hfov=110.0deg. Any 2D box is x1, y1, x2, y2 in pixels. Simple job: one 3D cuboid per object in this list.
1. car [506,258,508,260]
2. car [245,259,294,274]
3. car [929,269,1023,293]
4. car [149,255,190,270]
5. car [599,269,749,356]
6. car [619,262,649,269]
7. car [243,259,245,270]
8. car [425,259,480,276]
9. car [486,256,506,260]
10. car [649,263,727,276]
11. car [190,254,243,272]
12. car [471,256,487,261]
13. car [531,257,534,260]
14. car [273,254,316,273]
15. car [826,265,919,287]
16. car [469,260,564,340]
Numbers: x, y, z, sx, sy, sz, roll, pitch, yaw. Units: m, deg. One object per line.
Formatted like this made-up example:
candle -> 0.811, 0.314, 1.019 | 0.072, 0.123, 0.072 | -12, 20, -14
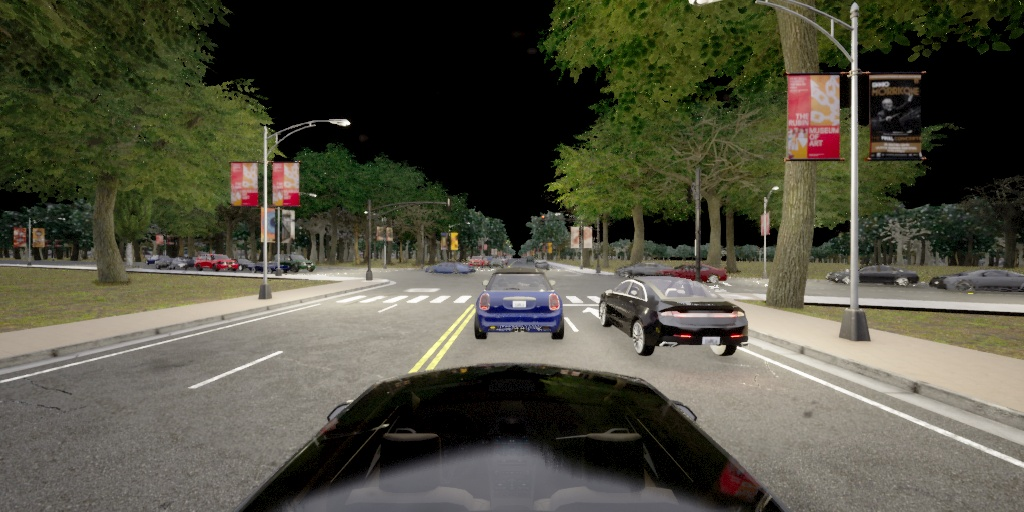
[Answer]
car -> -2.194, 1.360, 64.907 | 1.895, 1.301, 4.718 | 0, 0, 1
car -> -26.025, 1.226, 38.478 | 4.718, 1.301, 1.895 | 0, 0, 27
car -> 28.321, 1.490, 21.551 | 4.181, 1.385, 1.994 | 0, 0, 24
car -> -44.284, 1.022, 46.655 | 4.902, 1.511, 2.128 | 0, 0, 24
car -> 3.430, 1.241, 8.582 | 2.128, 1.511, 4.902 | 0, 0, 0
car -> 11.945, 1.310, 32.419 | 4.902, 1.511, 2.128 | 1, 0, 24
car -> -34.693, 1.076, 45.925 | 4.892, 1.490, 1.837 | 0, 0, 24
car -> -6.381, 1.264, 37.039 | 5.357, 1.411, 2.033 | 0, 0, 24
car -> -2.387, 1.109, 55.916 | 2.097, 1.767, 4.553 | 0, 0, 1
car -> 13.473, 1.314, 27.272 | 5.008, 1.535, 1.882 | 0, 0, 12
car -> -35.091, 0.798, 42.535 | 5.566, 2.045, 2.150 | 0, 0, 24
car -> -5.616, 0.979, 57.984 | 2.150, 2.045, 5.566 | 0, 0, 1
car -> 4.190, 1.247, 51.134 | 2.128, 1.511, 4.902 | 0, 0, 1
car -> -25.532, 0.841, 41.835 | 5.566, 2.045, 2.150 | 0, 0, 24
car -> 26.056, 1.407, 26.123 | 4.892, 1.490, 1.837 | 0, 0, 24
car -> 0.194, 1.102, 10.170 | 2.097, 1.767, 4.553 | 0, 0, 1
